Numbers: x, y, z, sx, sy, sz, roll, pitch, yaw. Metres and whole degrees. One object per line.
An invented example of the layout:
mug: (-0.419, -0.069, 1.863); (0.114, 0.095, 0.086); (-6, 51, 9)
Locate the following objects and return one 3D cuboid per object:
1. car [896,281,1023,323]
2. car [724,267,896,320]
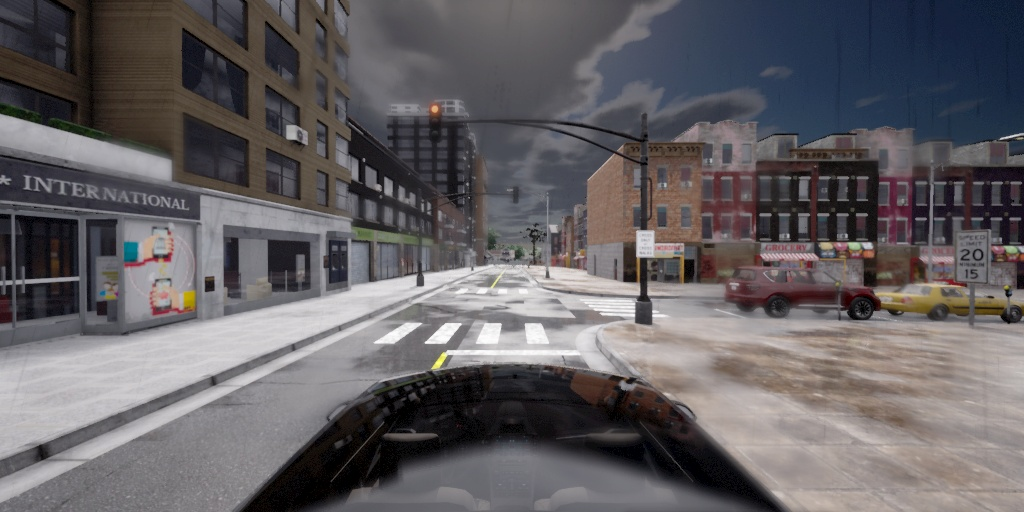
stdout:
car: (16.548, 1.658, 13.620); (4.829, 1.417, 1.751); (0, 0, 0)
car: (10.833, 1.345, 13.649); (5.009, 1.841, 2.192); (0, 0, 0)
